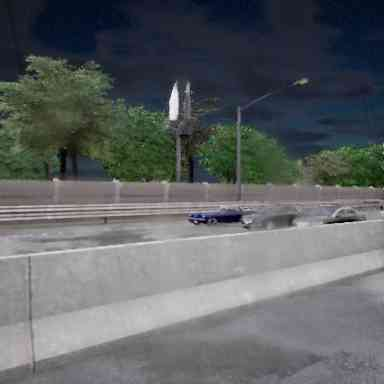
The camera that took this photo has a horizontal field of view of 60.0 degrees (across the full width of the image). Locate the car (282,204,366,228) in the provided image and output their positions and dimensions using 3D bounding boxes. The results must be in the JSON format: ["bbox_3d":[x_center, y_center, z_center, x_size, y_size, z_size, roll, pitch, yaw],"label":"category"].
[{"bbox_3d":[7.428,1.515,17.887,4.902,1.511,2.128,0,0,-35],"label":"car"}]

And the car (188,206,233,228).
[{"bbox_3d":[2.046,1.619,22.646,4.718,1.301,1.895,0,0,-35],"label":"car"}]

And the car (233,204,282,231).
[{"bbox_3d":[5.127,1.527,20.544,4.892,1.490,1.837,0,0,-35],"label":"car"}]
